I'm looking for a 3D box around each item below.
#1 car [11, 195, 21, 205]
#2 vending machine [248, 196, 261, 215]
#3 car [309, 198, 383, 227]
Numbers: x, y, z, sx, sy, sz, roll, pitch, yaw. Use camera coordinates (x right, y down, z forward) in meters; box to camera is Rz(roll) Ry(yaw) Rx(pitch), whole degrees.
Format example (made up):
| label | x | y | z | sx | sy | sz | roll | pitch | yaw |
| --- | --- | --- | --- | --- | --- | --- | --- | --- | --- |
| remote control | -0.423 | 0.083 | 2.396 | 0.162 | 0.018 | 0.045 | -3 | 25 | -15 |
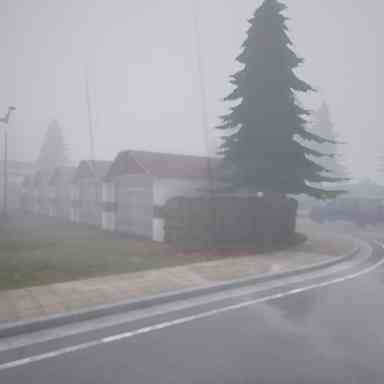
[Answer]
| label | x | y | z | sx | sy | sz | roll | pitch | yaw |
| --- | --- | --- | --- | --- | --- | --- | --- | --- | --- |
| car | -32.103 | 1.415 | 61.458 | 1.905 | 1.878 | 3.866 | 1 | 0 | -36 |
| vending machine | 7.110 | 1.464 | 37.675 | 1.100 | 2.100 | 0.880 | 1 | 0 | -36 |
| car | 11.723 | 1.450 | 25.228 | 2.150 | 2.045 | 5.566 | 1 | 0 | -36 |
